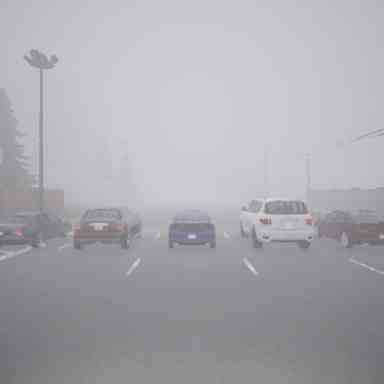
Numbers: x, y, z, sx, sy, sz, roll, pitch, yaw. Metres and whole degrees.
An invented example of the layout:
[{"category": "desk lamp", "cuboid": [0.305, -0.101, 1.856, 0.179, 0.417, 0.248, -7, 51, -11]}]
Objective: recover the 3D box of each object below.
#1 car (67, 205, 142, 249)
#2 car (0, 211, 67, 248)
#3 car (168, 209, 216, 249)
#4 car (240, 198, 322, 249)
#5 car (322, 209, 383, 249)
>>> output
[{"category": "car", "cuboid": [-3.500, 1.363, 14.620, 2.097, 1.767, 4.553, 0, 0, 0]}, {"category": "car", "cuboid": [-7.000, 1.560, 14.650, 2.033, 1.411, 5.357, 0, 0, 0]}, {"category": "car", "cuboid": [0.000, 1.482, 14.650, 1.882, 1.535, 5.008, 0, 0, 0]}, {"category": "car", "cuboid": [3.500, 1.255, 14.680, 2.150, 2.045, 5.566, 0, 0, 0]}, {"category": "car", "cuboid": [7.000, 1.482, 14.650, 1.882, 1.535, 5.008, 0, 0, 0]}]
